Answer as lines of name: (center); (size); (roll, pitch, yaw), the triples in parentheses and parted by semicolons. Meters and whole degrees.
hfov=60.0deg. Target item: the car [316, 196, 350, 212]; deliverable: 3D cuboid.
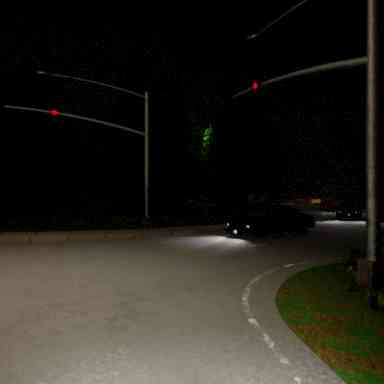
car: (16.451, 1.451, 39.108); (1.882, 1.535, 5.008); (0, 0, 8)

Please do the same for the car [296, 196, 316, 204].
car: (19.575, 1.451, 56.096); (1.882, 1.535, 5.008); (0, 0, -16)

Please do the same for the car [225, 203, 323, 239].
car: (4.266, 1.521, 17.463); (5.357, 1.411, 2.033); (0, 0, -35)

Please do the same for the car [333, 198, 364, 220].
car: (12.990, 1.478, 27.526); (1.837, 1.490, 4.892); (0, 0, 26)
